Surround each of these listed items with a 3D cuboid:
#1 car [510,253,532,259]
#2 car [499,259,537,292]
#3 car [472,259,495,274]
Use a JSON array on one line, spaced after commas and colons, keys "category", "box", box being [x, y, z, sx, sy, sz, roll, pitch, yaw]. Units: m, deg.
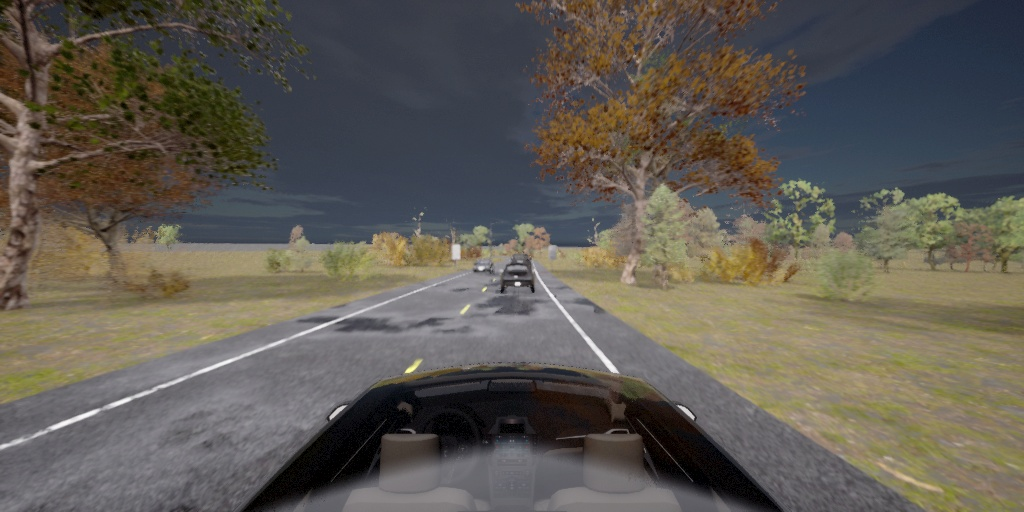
[{"category": "car", "box": [0.955, 0.749, 38.480, 2.150, 2.045, 5.566, 0, 0, 3]}, {"category": "car", "box": [0.331, 1.135, 20.313, 1.837, 1.490, 4.892, 0, 0, 1]}, {"category": "car", "box": [-2.813, 1.019, 36.441, 2.128, 1.511, 4.902, 0, 0, 3]}]
